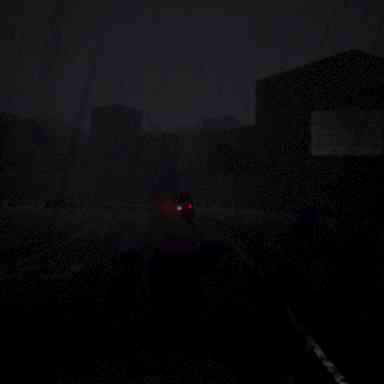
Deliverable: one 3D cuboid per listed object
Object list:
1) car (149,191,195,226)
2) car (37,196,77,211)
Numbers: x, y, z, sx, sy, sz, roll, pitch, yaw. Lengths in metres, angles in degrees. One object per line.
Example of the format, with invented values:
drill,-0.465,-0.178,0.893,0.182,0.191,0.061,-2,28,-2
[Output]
car,-1.411,0.970,21.683,2.150,2.045,5.566,-1,1,-15
car,-14.938,1.210,36.790,4.902,1.511,2.128,-1,3,26
